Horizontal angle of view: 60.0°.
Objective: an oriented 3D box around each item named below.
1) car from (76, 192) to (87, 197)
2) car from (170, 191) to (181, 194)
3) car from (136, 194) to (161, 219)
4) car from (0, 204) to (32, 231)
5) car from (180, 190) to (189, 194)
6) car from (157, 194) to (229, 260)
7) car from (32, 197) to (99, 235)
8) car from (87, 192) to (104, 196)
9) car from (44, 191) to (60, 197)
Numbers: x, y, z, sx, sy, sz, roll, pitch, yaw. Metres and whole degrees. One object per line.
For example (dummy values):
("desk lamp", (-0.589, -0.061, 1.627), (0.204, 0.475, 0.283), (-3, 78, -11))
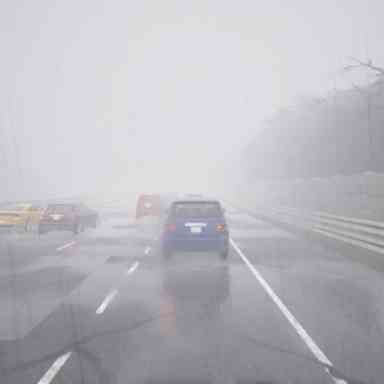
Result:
("car", (-23.896, 0.686, 73.448), (1.895, 1.301, 4.718), (0, 1, 1))
("car", (-3.106, 0.857, 58.364), (2.097, 1.767, 4.553), (0, 1, 1))
("car", (-3.395, 1.186, 28.573), (2.150, 2.045, 5.566), (0, 0, 0))
("car", (-10.338, 1.466, 20.683), (1.882, 1.535, 5.008), (0, 0, 0))
("car", (0.237, 1.153, 32.815), (2.150, 2.045, 5.566), (0, 1, 0))
("car", (0.127, 1.215, 12.559), (2.150, 2.045, 5.566), (0, 0, 0))
("car", (-6.847, 1.342, 18.922), (2.097, 1.767, 4.553), (0, 0, 0))
("car", (-20.416, 0.678, 72.174), (1.882, 1.535, 5.008), (0, 1, 1))
("car", (-30.895, 0.615, 73.587), (2.128, 1.511, 4.902), (0, 1, 1))
